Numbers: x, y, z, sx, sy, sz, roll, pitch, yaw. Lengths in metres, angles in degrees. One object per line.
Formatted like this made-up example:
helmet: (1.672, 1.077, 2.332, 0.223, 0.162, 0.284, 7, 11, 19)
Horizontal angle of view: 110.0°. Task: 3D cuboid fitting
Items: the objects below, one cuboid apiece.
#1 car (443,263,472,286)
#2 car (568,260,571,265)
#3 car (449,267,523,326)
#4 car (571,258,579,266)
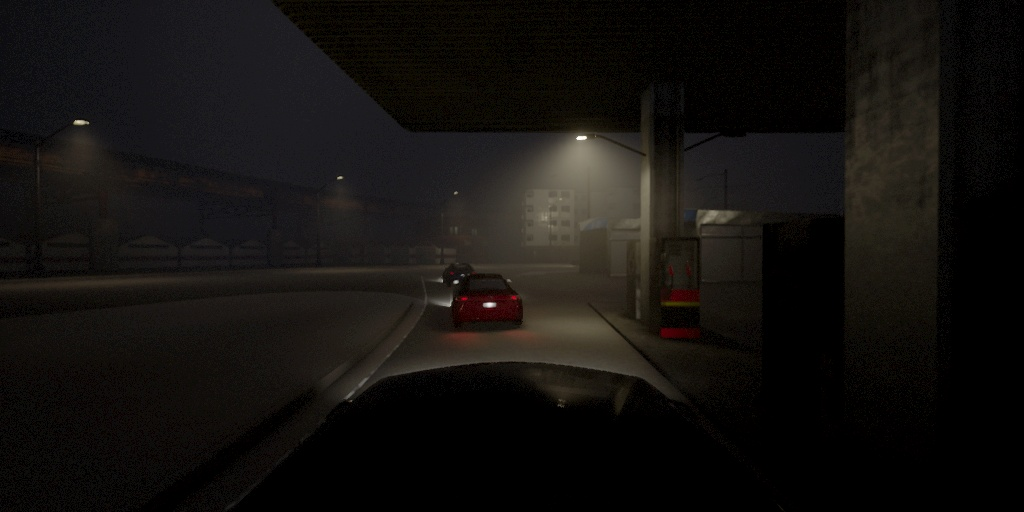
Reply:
car: (-3.429, 1.146, 23.492, 1.994, 1.385, 4.181, 0, 0, -14)
car: (11.482, 0.819, 57.692, 4.892, 1.490, 1.837, 0, 0, -6)
car: (-0.910, 1.240, 11.435, 1.994, 1.385, 4.181, 0, 1, -9)
car: (11.689, 0.906, 54.209, 4.181, 1.385, 1.994, 0, 0, -6)
